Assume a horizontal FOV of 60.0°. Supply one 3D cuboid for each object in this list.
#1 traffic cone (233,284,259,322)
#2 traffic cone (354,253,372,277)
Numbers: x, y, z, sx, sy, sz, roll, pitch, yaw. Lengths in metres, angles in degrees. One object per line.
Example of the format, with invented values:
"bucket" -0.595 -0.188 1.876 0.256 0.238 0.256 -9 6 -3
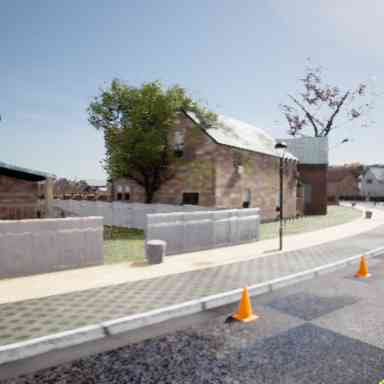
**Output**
"traffic cone" 0.968 1.967 6.013 0.340 0.580 0.340 0 0 -38
"traffic cone" 4.689 1.976 9.106 0.340 0.580 0.340 0 0 -42
